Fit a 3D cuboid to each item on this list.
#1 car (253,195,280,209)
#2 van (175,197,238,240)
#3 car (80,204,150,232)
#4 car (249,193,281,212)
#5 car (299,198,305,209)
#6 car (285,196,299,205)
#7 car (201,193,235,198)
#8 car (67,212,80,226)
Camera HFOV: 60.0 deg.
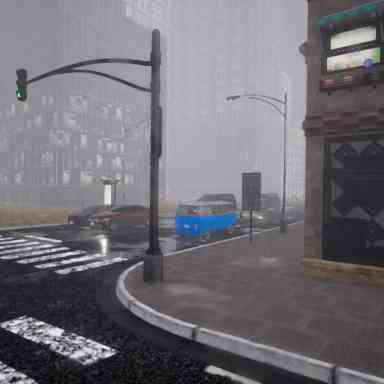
[{"bbox_3d":[10.000,1.293,44.422,1.967,1.590,4.097,1,1,35],"label":"car"},{"bbox_3d":[0.828,1.368,17.011,1.690,1.788,3.998,1,1,35],"label":"van"},{"bbox_3d":[-4.066,1.466,20.120,1.812,1.442,4.674,1,1,37],"label":"car"},{"bbox_3d":[8.076,1.124,37.201,2.150,2.045,5.566,1,1,36],"label":"car"},{"bbox_3d":[15.618,1.463,42.433,1.812,1.442,4.674,1,1,36],"label":"car"},{"bbox_3d":[16.305,1.363,53.309,1.752,1.417,4.829,1,1,35],"label":"car"},{"bbox_3d":[1.884,1.142,28.499,2.150,2.045,5.566,1,1,36],"label":"car"},{"bbox_3d":[-6.009,1.467,21.864,1.947,1.339,4.313,1,1,35],"label":"car"}]
